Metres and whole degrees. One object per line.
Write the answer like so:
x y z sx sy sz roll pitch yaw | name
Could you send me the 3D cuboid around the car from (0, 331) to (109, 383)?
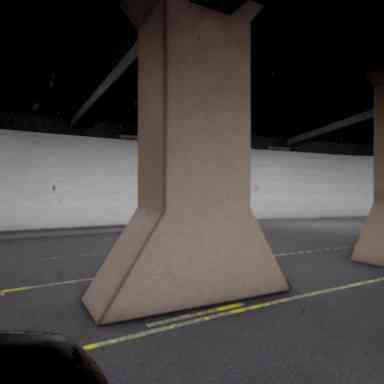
-2.487 1.562 1.836 4.181 1.385 1.994 0 0 -35 | car
